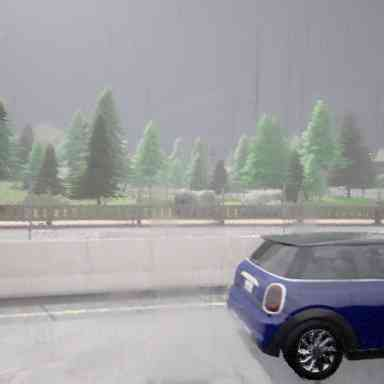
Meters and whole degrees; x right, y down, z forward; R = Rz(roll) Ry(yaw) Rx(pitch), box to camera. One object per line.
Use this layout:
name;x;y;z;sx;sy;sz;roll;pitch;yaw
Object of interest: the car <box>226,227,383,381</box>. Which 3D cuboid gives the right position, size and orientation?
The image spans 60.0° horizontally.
car;2.936;1.435;5.302;4.553;1.767;2.097;0;-1;-9
